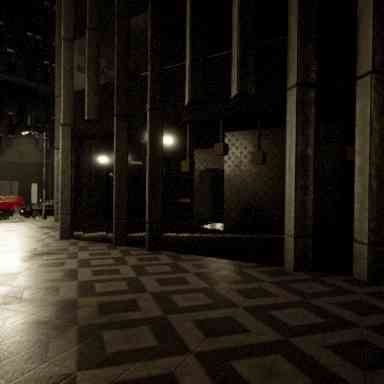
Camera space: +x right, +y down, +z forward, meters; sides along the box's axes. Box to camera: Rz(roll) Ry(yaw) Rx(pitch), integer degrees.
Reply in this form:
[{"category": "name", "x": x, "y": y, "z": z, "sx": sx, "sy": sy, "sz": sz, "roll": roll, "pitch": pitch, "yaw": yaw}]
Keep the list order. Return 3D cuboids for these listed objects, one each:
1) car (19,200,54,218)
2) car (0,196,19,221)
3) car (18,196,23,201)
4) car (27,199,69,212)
[{"category": "car", "x": -13.865, "y": 1.742, "z": 31.226, "sx": 1.947, "sy": 1.339, "sz": 4.313, "roll": 1, "pitch": 0, "yaw": 35}, {"category": "car", "x": -17.118, "y": 1.463, "z": 26.616, "sx": 2.192, "sy": 1.841, "sz": 5.009, "roll": 1, "pitch": 0, "yaw": 35}, {"category": "car", "x": -20.818, "y": 1.353, "z": 36.152, "sx": 2.192, "sy": 1.841, "sz": 5.009, "roll": 1, "pitch": 0, "yaw": 35}, {"category": "car", "x": -17.565, "y": 1.634, "z": 40.761, "sx": 1.947, "sy": 1.339, "sz": 4.313, "roll": 1, "pitch": 0, "yaw": 35}]
